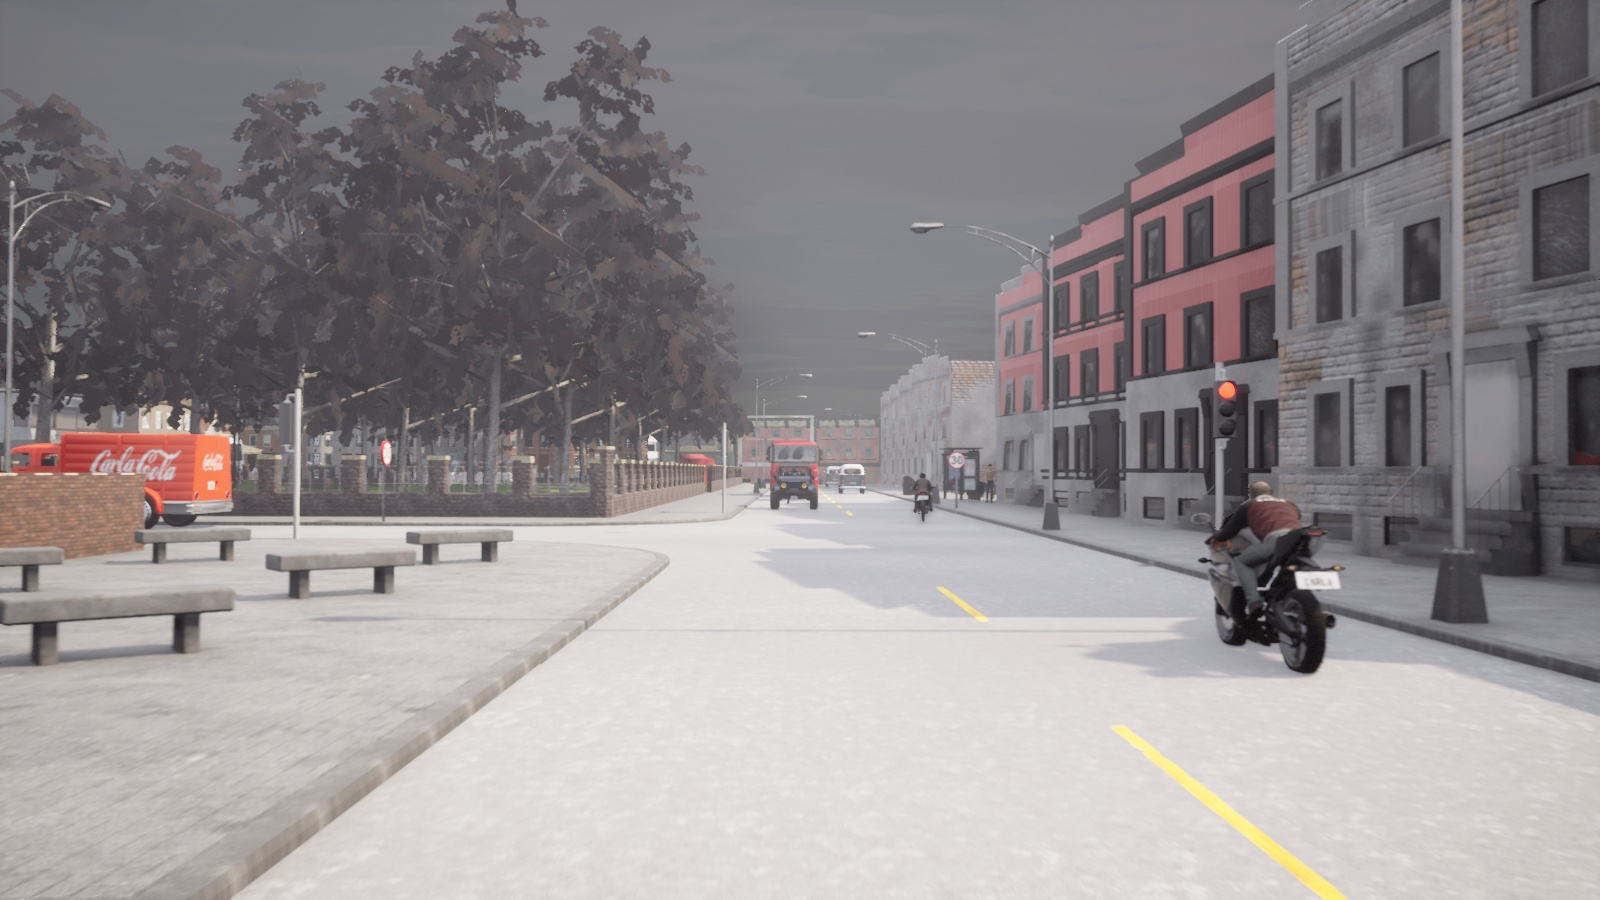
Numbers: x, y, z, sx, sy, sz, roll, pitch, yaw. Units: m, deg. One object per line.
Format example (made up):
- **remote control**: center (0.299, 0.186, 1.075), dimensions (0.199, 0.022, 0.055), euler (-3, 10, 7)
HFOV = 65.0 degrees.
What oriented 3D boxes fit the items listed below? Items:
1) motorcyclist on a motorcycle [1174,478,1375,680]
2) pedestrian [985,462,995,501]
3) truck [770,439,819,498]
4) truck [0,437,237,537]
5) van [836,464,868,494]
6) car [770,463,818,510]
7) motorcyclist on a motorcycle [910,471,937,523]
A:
- **motorcyclist on a motorcycle**: center (3.959, 1.013, 10.715), dimensions (0.866, 1.530, 2.191), euler (0, -1, 0)
- **pedestrian**: center (8.862, 1.470, 58.620), dimensions (0.345, 1.836, 0.594), euler (0, -1, -2)
- **truck**: center (-0.352, 1.145, 78.280), dimensions (2.891, 3.462, 7.936), euler (0, -1, 0)
- **truck**: center (-17.794, 0.945, 32.601), dimensions (5.204, 2.467, 2.627), euler (0, -1, -1)
- **van**: center (3.606, 2.000, 88.166), dimensions (2.069, 2.038, 4.480), euler (0, -1, 0)
- **car**: center (-0.218, 1.482, 51.989), dimensions (1.905, 1.878, 3.866), euler (0, -1, 0)
- **motorcyclist on a motorcycle**: center (3.802, 1.430, 38.755), dimensions (0.797, 1.523, 2.044), euler (-1, -1, 5)
